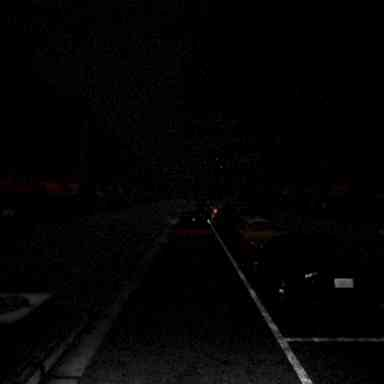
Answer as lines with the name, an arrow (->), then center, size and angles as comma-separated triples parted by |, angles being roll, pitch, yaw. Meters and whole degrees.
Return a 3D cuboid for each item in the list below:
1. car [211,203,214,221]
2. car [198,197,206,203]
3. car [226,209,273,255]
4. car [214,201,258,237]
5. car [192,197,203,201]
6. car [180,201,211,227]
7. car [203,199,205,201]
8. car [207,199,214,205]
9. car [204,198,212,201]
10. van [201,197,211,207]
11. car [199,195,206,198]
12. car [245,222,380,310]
car -> 2.663, 1.724, 24.672 | 1.752, 1.417, 4.829 | 0, 0, 0
car -> 2.732, 2.178, 91.052 | 1.887, 1.381, 4.507 | 0, 0, 0
car -> 2.651, 1.637, 13.581 | 1.752, 1.417, 4.829 | 0, 0, 0
car -> 2.656, 1.469, 18.958 | 2.192, 1.841, 5.009 | 0, 0, 0
car -> 0.142, 1.801, 41.939 | 1.882, 1.535, 5.008 | 0, 0, 0
car -> 0.121, 1.673, 24.277 | 1.882, 1.535, 5.008 | 0, 0, 0
car -> 2.681, 1.869, 41.142 | 2.008, 1.369, 4.403 | 0, 0, 0
car -> 2.669, 1.680, 30.048 | 1.967, 1.590, 4.097 | 0, 0, 0
car -> 2.675, 1.720, 35.595 | 1.967, 1.590, 4.097 | 0, 0, 0
van -> 2.704, 1.799, 63.325 | 1.690, 1.788, 3.998 | 0, 0, 0
car -> 2.698, 1.738, 57.780 | 2.192, 1.841, 5.009 | 0, 0, 0
car -> 2.645, 1.633, 7.865 | 1.947, 1.339, 4.313 | 0, 0, 0
